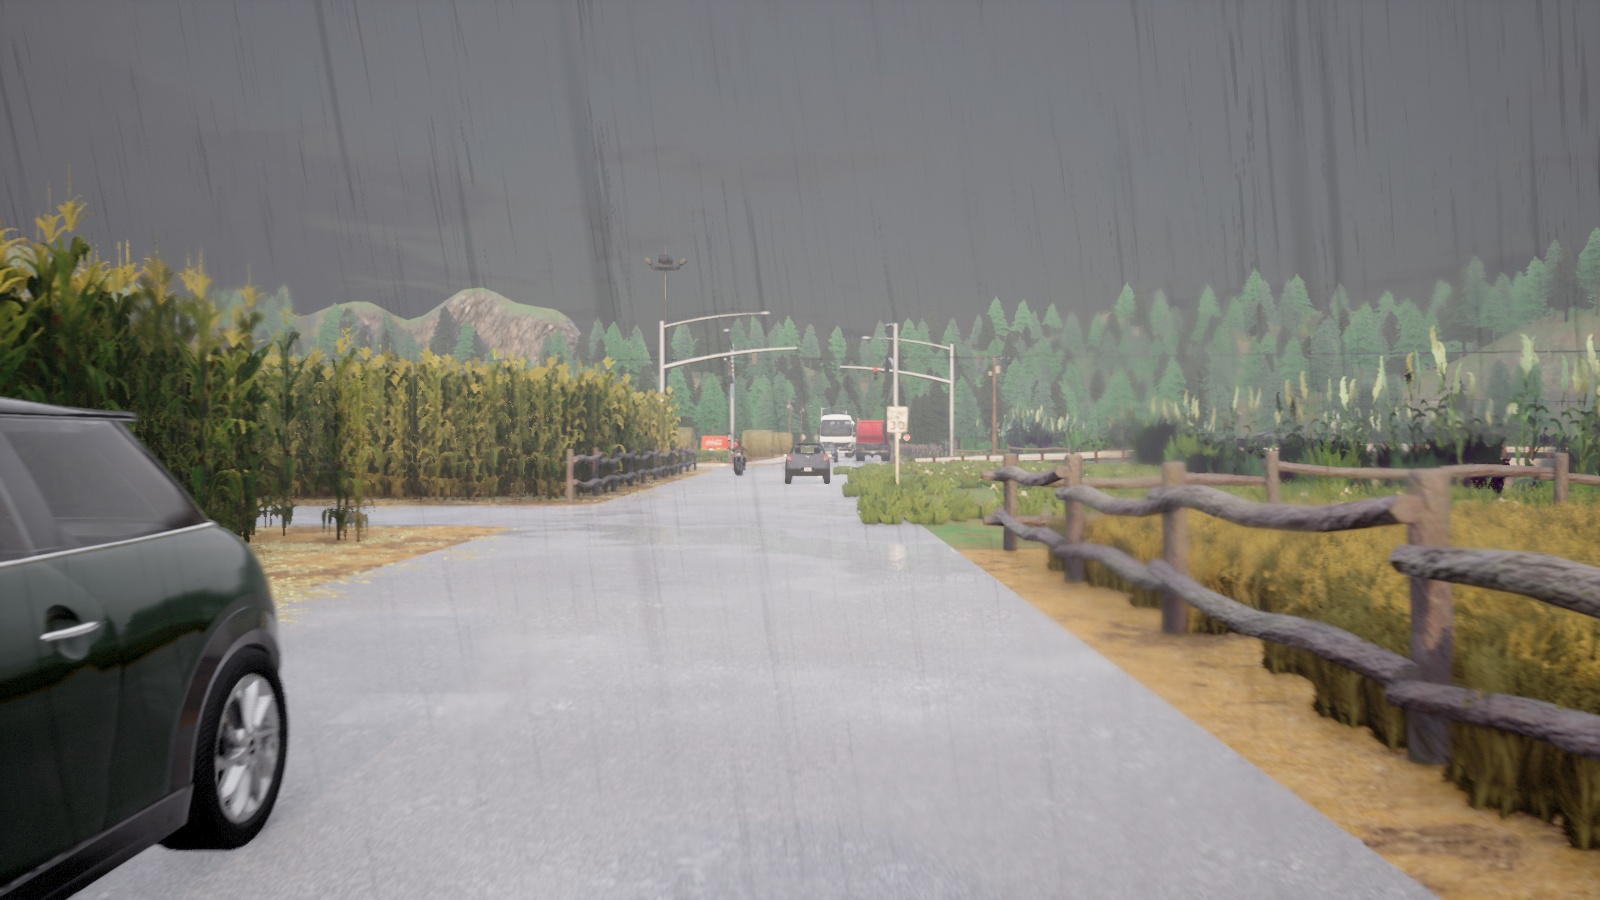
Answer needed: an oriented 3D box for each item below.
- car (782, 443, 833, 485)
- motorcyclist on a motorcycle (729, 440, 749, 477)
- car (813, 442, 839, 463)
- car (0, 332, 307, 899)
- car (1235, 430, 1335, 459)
[{"bbox_3d":[0.282,0.495,47.080,1.845,1.501,3.633,0,0,0],"label":"car"},{"bbox_3d":[-2.764,0.372,57.177,0.766,1.649,2.350,0,0,0],"label":"motorcyclist on a motorcycle"},{"bbox_3d":[1.964,0.167,93.070,1.789,1.549,3.705,0,0,3],"label":"car"},{"bbox_3d":[-3.068,0.586,2.838,2.097,1.767,4.553,0,0,0],"label":"car"},{"bbox_3d":[27.566,-0.330,71.525,5.008,1.535,1.882,-1,0,7],"label":"car"}]
